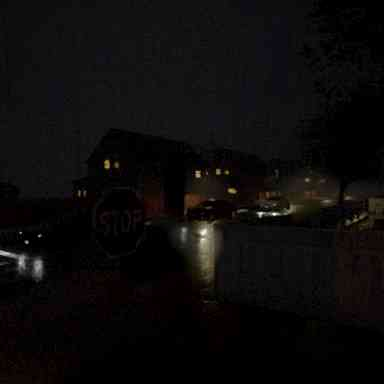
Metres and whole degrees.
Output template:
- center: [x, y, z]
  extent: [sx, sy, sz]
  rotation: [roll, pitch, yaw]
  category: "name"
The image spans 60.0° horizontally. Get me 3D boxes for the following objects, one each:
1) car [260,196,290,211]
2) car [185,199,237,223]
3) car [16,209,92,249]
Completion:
- center: [8.530, 1.126, 33.868]
  extent: [1.812, 1.442, 4.674]
  rotation: [1, 2, 35]
  category: "car"
- center: [1.477, 1.262, 23.888]
  extent: [1.882, 1.535, 5.008]
  rotation: [1, 2, 35]
  category: "car"
- center: [-4.830, 1.497, 14.958]
  extent: [2.033, 1.411, 5.357]
  rotation: [1, 2, 35]
  category: "car"
